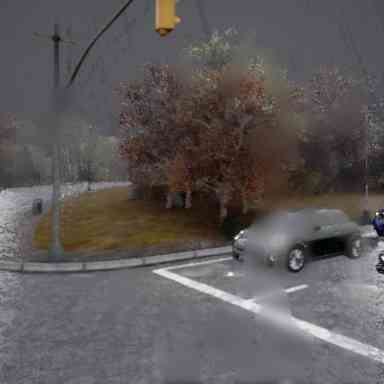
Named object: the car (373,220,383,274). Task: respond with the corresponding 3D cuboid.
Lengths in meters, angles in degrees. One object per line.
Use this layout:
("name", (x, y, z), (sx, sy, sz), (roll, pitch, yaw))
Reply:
("car", (7.169, 1.513, 9.102), (5.357, 1.411, 2.033), (-1, 0, -36))

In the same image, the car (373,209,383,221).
("car", (11.103, 1.057, 16.200), (5.566, 2.045, 2.150), (-2, 1, -35))

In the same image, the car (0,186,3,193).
("car", (-31.897, -0.526, 52.471), (2.033, 1.411, 5.357), (0, 3, -3))

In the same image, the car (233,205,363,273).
("car", (3.488, 1.338, 10.825), (4.553, 1.767, 2.097), (-1, 0, -34))
